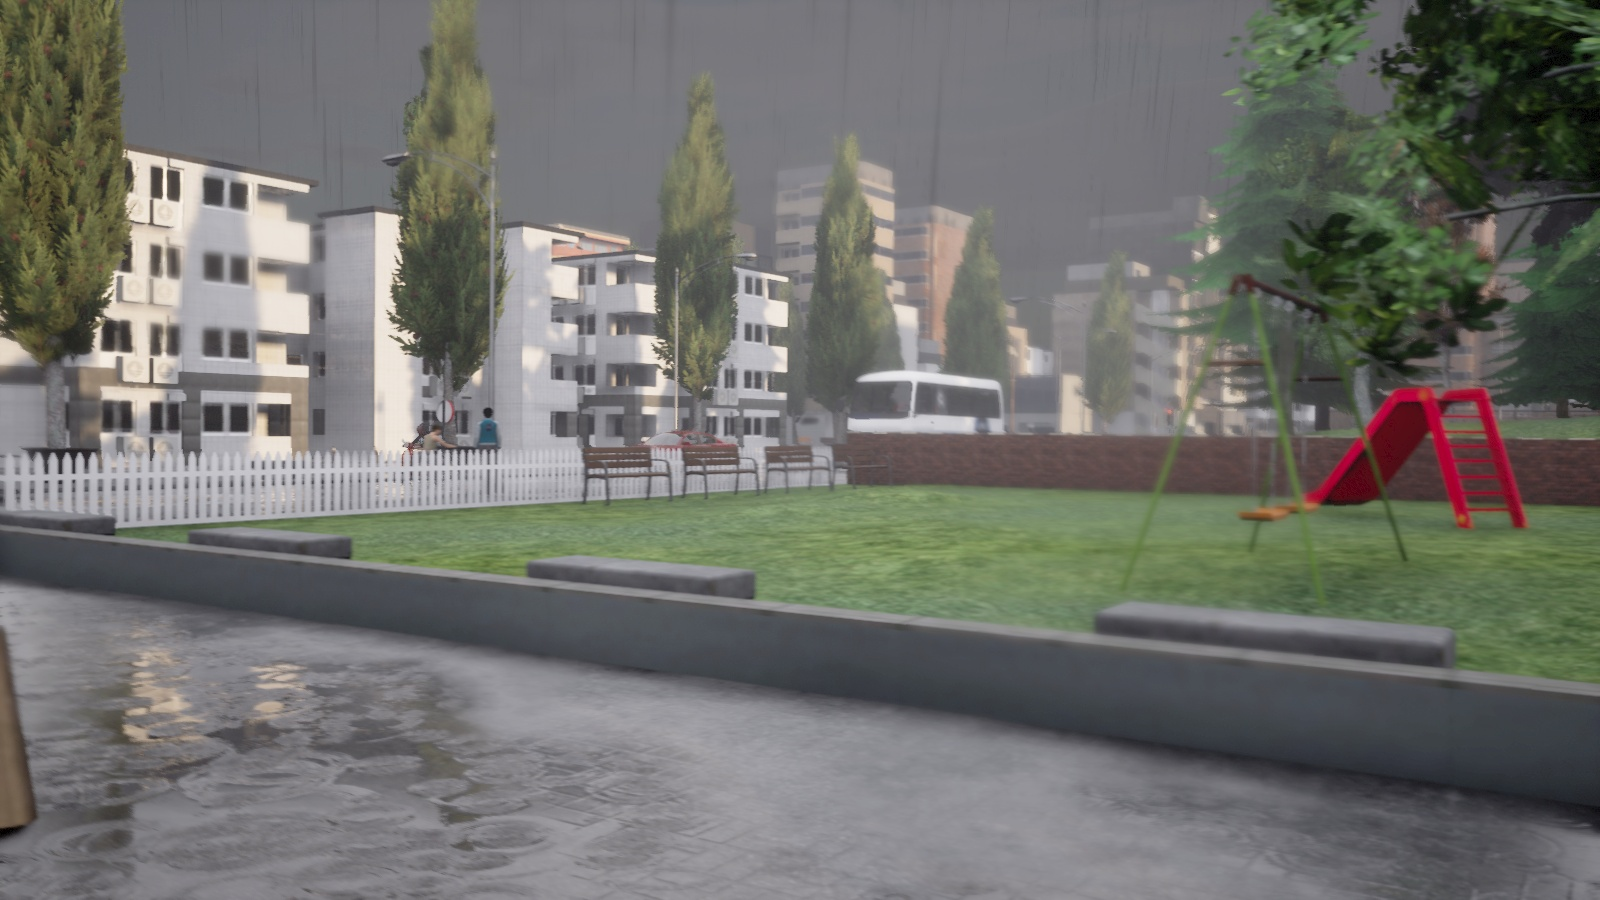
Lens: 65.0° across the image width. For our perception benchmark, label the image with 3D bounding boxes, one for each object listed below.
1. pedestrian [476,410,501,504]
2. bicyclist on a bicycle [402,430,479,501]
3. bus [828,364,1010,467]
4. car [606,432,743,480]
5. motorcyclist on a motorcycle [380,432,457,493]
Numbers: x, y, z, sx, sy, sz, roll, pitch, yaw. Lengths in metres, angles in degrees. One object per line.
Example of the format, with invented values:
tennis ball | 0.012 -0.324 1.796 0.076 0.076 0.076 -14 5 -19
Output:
pedestrian | -6.472 0.144 26.106 0.396 1.930 0.692 -1 1 -21
bicyclist on a bicycle | -8.376 0.344 29.319 0.866 1.612 1.509 0 1 34
bus | 5.709 -1.483 57.609 3.944 4.253 10.273 0 0 33
car | -4.184 0.163 42.783 1.882 1.535 5.008 0 1 34
motorcyclist on a motorcycle | -10.224 0.317 33.734 0.866 1.590 1.817 0 1 34
